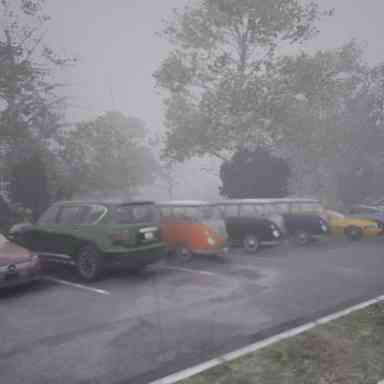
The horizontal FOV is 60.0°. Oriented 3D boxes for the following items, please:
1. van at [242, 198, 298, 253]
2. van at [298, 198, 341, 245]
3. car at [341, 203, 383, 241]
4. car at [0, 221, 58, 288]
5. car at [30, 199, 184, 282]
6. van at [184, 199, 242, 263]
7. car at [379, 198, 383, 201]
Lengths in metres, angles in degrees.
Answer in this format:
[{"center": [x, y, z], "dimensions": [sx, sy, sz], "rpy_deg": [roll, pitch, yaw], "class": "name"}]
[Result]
[{"center": [1.664, 1.270, 13.451], "dimensions": [4.442, 1.987, 1.878], "rpy_deg": [-1, -1, 34], "class": "van"}, {"center": [4.087, 1.267, 15.184], "dimensions": [4.442, 1.987, 1.878], "rpy_deg": [-1, -1, 34], "class": "van"}, {"center": [6.566, 1.486, 16.871], "dimensions": [5.366, 1.575, 1.946], "rpy_deg": [-1, -1, 34], "class": "car"}, {"center": [-5.695, 1.545, 8.322], "dimensions": [4.674, 1.452, 2.002], "rpy_deg": [-1, -1, 34], "class": "car"}, {"center": [-3.301, 1.251, 10.066], "dimensions": [5.566, 2.045, 2.435], "rpy_deg": [-1, 0, 34], "class": "car"}, {"center": [-0.756, 1.272, 11.718], "dimensions": [4.442, 1.987, 1.878], "rpy_deg": [-1, -1, 35], "class": "van"}, {"center": [13.643, 1.233, 22.187], "dimensions": [5.566, 2.045, 2.435], "rpy_deg": [-1, 0, 34], "class": "car"}]
